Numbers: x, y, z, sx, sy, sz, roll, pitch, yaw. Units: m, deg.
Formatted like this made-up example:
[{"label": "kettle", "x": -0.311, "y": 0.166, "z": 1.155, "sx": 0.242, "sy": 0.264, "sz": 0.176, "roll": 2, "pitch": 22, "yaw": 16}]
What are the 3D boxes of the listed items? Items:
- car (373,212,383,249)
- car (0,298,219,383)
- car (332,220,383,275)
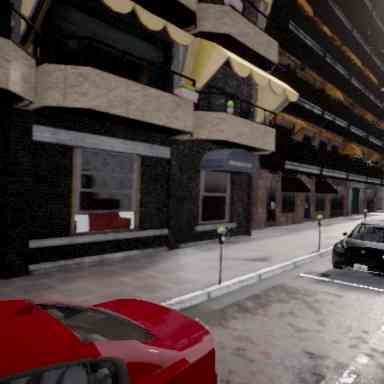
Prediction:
[{"label": "car", "x": 9.469, "y": 1.588, "z": 14.226, "sx": 2.008, "sy": 1.369, "sz": 4.403, "roll": 3, "pitch": 2, "yaw": 42}, {"label": "car", "x": -1.675, "y": 1.480, "z": 1.776, "sx": 1.887, "sy": 1.381, "sz": 4.507, "roll": 3, "pitch": 2, "yaw": 42}, {"label": "car", "x": 5.754, "y": 1.569, "z": 10.076, "sx": 1.947, "sy": 1.339, "sz": 4.313, "roll": 3, "pitch": 2, "yaw": 42}]
